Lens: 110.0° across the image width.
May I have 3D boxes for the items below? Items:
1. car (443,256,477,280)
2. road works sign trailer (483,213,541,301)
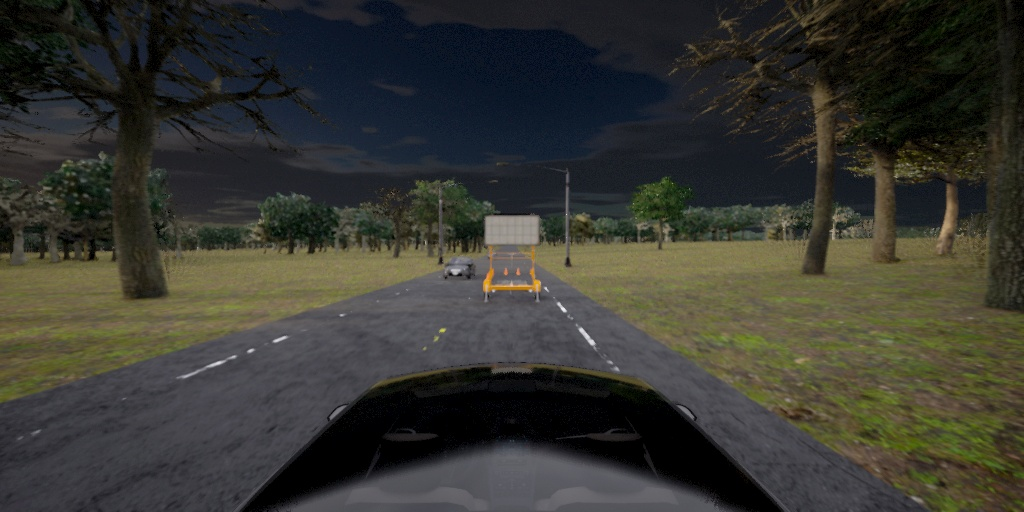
[{"bbox_3d":[-3.590,0.795,25.253,2.128,1.511,4.902,0,1,0],"label":"car"},{"bbox_3d":[-0.002,-0.030,15.458,2.380,3.560,2.880,0,0,0],"label":"road works sign trailer"}]
